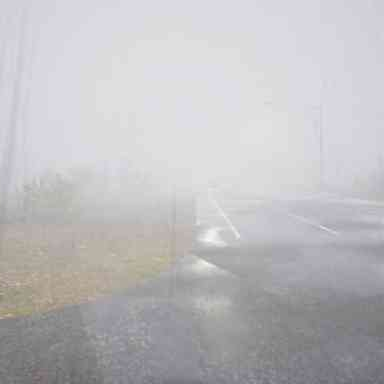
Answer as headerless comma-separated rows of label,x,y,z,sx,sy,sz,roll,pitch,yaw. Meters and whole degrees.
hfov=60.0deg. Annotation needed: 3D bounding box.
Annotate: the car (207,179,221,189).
car,3.567,-1.354,54.879,1.812,1.442,4.674,-2,3,1
